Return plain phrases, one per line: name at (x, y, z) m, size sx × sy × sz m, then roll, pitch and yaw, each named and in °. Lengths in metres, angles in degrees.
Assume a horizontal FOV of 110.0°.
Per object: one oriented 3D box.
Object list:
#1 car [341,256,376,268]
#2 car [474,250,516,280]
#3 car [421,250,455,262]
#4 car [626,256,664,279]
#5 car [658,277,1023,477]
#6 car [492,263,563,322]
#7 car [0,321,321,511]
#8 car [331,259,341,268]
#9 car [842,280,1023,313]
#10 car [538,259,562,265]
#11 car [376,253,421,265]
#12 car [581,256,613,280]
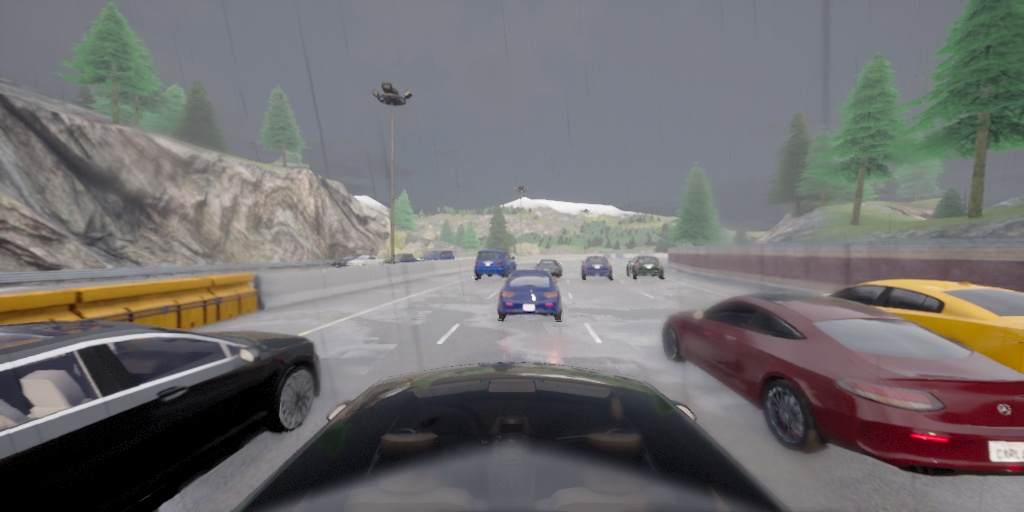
car at (-16.172, 0.681, 39.501) m, size 1.812 × 1.442 × 4.674 m, roll 0°, pitch 1°, yaw 15°
car at (-1.088, 0.610, 25.745) m, size 2.150 × 2.045 × 5.566 m, roll 0°, pitch 1°, yaw 10°
car at (-8.518, 0.366, 41.161) m, size 2.150 × 2.045 × 5.566 m, roll 0°, pitch 1°, yaw 16°
car at (9.792, 0.748, 26.637) m, size 2.097 × 1.767 × 4.553 m, roll 0°, pitch 1°, yaw 11°
car at (3.724, 1.235, 4.927) m, size 1.812 × 1.442 × 4.674 m, roll 0°, pitch 1°, yaw 2°
car at (0.611, 1.129, 11.574) m, size 1.812 × 1.442 × 4.674 m, roll 0°, pitch 1°, yaw 4°
car at (-3.316, 1.223, 2.548) m, size 2.128 × 1.511 × 4.902 m, roll 0°, pitch 1°, yaw 1°
car at (-18.962, 0.650, 42.733) m, size 2.033 × 1.411 × 5.357 m, roll 0°, pitch 1°, yaw 15°
car at (7.299, 1.168, 6.595) m, size 1.882 × 1.535 × 5.008 m, roll 0°, pitch 1°, yaw 2°
car at (2.819, 0.935, 27.420) m, size 1.994 × 1.385 × 4.181 m, roll 0°, pitch 1°, yaw 11°
car at (-12.464, 0.510, 39.832) m, size 2.097 × 1.767 × 4.553 m, roll 0°, pitch 1°, yaw 15°
car at (6.206, 0.743, 26.527) m, size 2.097 × 1.767 × 4.553 m, roll 0°, pitch 1°, yaw 11°
